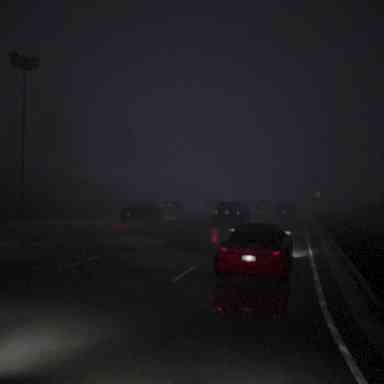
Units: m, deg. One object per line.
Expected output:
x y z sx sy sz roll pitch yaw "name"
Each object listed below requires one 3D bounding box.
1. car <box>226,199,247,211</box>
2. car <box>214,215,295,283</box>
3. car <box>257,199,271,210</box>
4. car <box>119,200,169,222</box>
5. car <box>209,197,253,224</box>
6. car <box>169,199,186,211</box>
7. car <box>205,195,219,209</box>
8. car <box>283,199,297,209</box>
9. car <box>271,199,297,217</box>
6.439 1.825 47.586 2.033 1.411 5.357 1 0 18 "car"
2.019 1.636 10.187 1.994 1.385 4.181 1 0 18 "car"
10.697 1.867 49.103 1.837 1.490 4.892 1 0 18 "car"
-3.860 1.494 26.369 1.882 1.535 5.008 1 0 18 "car"
3.057 1.492 25.020 2.097 1.767 4.553 1 0 18 "car"
-2.412 1.644 42.507 2.033 1.411 5.357 1 0 18 "car"
3.486 1.706 49.514 1.882 1.535 5.008 1 0 18 "car"
16.148 1.972 54.710 2.128 1.511 4.902 1 0 18 "car"
9.171 1.756 32.724 1.882 1.535 5.008 1 0 18 "car"
